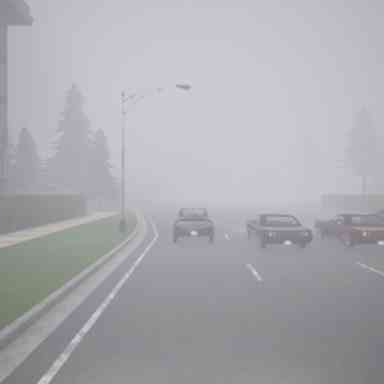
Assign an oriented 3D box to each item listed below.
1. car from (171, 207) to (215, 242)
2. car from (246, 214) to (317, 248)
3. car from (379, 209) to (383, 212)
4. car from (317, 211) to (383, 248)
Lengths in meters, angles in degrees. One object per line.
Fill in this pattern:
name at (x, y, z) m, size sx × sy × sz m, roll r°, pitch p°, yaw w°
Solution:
car at (0.026, 1.498, 16.292) m, size 2.128 × 1.511 × 4.902 m, roll 0°, pitch 0°, yaw -1°
car at (3.599, 1.607, 14.692) m, size 1.895 × 1.301 × 4.718 m, roll 0°, pitch 0°, yaw 0°
car at (10.587, 1.534, 17.304) m, size 1.812 × 1.442 × 4.674 m, roll 0°, pitch 0°, yaw 0°
car at (7.099, 1.608, 14.692) m, size 1.895 × 1.301 × 4.718 m, roll 0°, pitch 0°, yaw 0°
